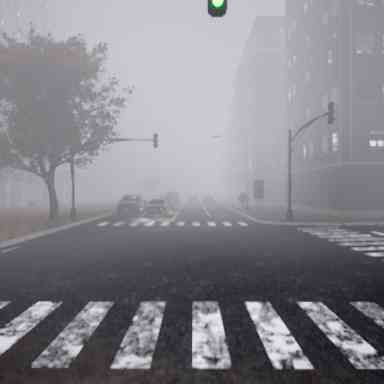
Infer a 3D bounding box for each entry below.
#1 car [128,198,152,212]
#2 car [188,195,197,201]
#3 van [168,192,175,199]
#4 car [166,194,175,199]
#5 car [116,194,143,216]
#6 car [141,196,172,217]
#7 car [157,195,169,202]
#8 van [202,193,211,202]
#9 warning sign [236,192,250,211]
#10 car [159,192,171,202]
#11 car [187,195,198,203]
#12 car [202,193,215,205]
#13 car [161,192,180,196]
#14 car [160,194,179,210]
[{"bbox_3d":[-5.648,1.386,36.716,1.947,1.339,4.313,0,0,0],"label":"car"},{"bbox_3d":[0.085,1.272,70.791,1.895,1.301,4.718,0,0,0],"label":"car"},{"bbox_3d":[-5.582,0.942,91.942,1.690,1.788,3.998,0,0,0],"label":"van"},{"bbox_3d":[-5.588,1.171,86.421,2.008,1.369,4.403,0,0,0],"label":"car"},{"bbox_3d":[-5.655,1.161,31.191,2.192,1.841,5.009,0,0,0],"label":"car"},{"bbox_3d":[-3.063,1.357,29.833,1.837,1.490,4.892,0,0,0],"label":"car"},{"bbox_3d":[-5.615,1.267,64.330,1.947,1.339,4.313,0,0,0],"label":"car"},{"bbox_3d":[2.766,1.042,64.319,1.690,1.788,3.998,0,0,0],"label":"van"},{"bbox_3d":[5.109,0.951,33.302,1.300,1.860,1.060,0,0,0],"label":"warning sign"},{"bbox_3d":[-5.608,0.995,69.851,2.192,1.841,5.009,0,0,0],"label":"car"},{"bbox_3d":[0.163,1.265,60.113,2.033,1.411,5.357,0,0,0],"label":"car"},{"bbox_3d":[2.753,1.312,53.273,1.947,1.339,4.313,0,0,0],"label":"car"},{"bbox_3d":[-3.024,0.979,50.617,2.150,2.045,5.566,0,0,-1],"label":"car"},{"bbox_3d":[-3.047,1.297,40.040,2.128,1.511,4.902,0,0,0],"label":"car"}]
